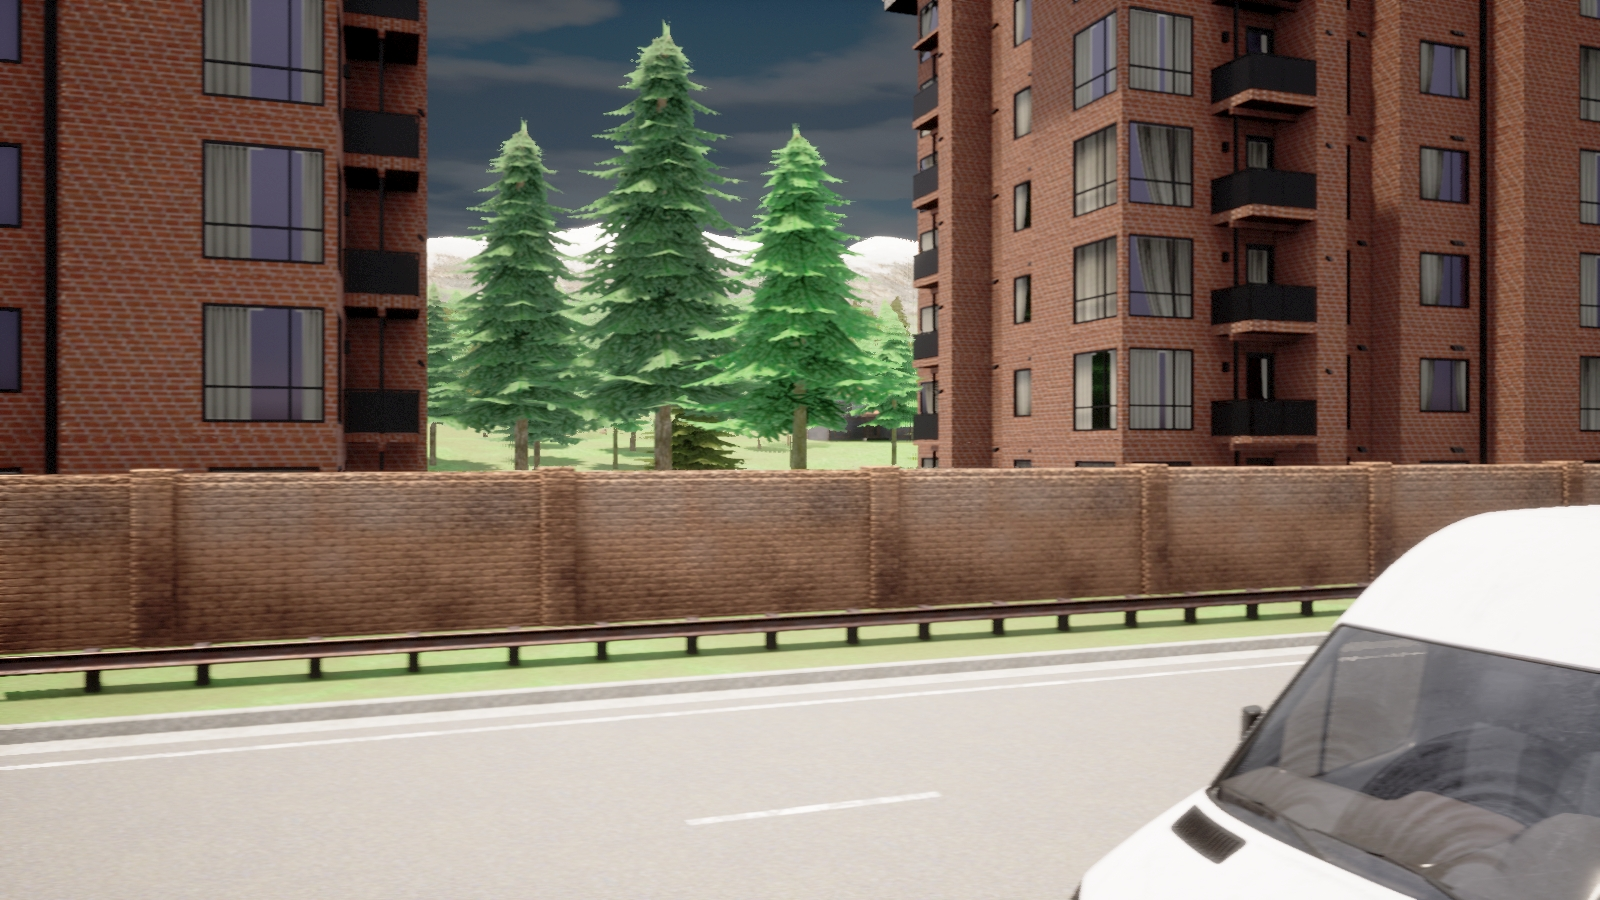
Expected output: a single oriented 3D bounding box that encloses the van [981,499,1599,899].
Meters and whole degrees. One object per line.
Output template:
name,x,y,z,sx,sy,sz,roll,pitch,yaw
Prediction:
van,3.853,1.531,4.696,5.915,2.561,1.988,0,0,-20
